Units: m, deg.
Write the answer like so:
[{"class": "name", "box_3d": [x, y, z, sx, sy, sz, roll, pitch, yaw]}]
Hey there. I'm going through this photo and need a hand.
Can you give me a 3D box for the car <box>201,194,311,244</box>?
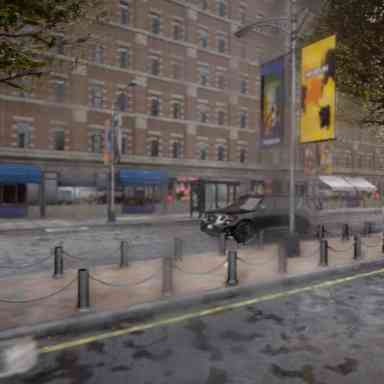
[{"class": "car", "box_3d": [3.087, 1.116, 15.420, 5.566, 2.045, 2.150, 0, 1, -33]}]
